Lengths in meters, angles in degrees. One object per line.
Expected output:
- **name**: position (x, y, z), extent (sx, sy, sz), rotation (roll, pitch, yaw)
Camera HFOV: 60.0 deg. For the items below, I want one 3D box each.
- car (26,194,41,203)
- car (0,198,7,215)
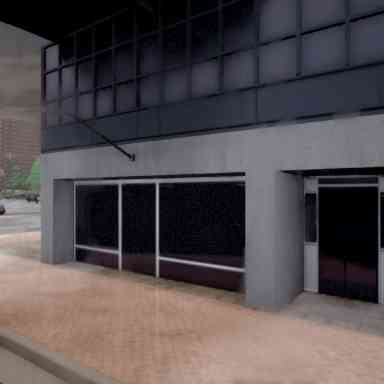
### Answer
- **car**: position (-30.218, 1.153, 64.697), extent (4.605, 1.855, 1.932), rotation (0, 0, 35)
- **car**: position (-17.866, 1.491, 27.171), extent (2.128, 1.511, 4.902), rotation (0, 0, 36)
